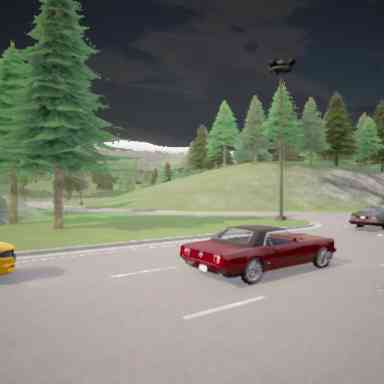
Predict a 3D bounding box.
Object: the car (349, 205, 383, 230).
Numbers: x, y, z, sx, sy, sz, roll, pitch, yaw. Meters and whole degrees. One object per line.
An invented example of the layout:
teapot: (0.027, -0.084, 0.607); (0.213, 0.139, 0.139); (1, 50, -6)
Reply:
car: (12.055, 1.554, 20.960); (5.357, 1.411, 2.033); (0, 0, -36)

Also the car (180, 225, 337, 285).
car: (2.084, 1.602, 9.536); (4.718, 1.301, 1.895); (0, 0, -36)

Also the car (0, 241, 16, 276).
car: (-6.787, 1.475, 7.503); (5.008, 1.535, 1.882); (0, 0, -36)
